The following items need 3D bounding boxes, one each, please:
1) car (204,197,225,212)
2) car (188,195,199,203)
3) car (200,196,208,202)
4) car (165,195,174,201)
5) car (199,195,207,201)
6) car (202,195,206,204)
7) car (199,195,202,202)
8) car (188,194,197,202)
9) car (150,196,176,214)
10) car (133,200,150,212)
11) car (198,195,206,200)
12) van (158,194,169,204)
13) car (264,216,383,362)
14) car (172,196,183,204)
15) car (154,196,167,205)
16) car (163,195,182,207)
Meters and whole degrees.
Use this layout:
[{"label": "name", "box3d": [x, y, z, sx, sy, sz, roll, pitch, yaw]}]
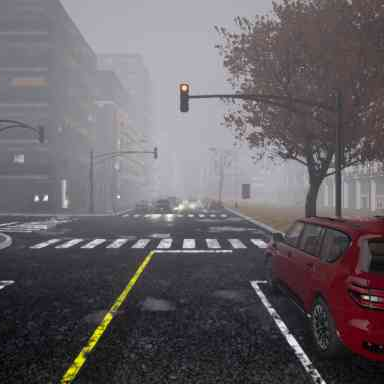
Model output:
[{"label": "car", "box3d": [2.744, 1.557, 38.269, 1.887, 1.381, 4.507, 0, 0, 0]}, {"label": "car", "box3d": [0.194, 1.648, 69.299, 1.895, 1.301, 4.718, 0, 0, 0]}, {"label": "car", "box3d": [2.797, 1.583, 77.168, 1.752, 1.417, 4.829, 0, 0, 0]}, {"label": "car", "box3d": [-5.576, 1.506, 82.542, 1.967, 1.590, 4.097, 0, 0, 0]}, {"label": "car", "box3d": [2.813, 1.620, 88.063, 1.887, 1.381, 4.507, 0, 0, 0]}, {"label": "car", "box3d": [2.759, 1.548, 49.504, 1.752, 1.417, 4.829, 0, 0, 0]}, {"label": "car", "box3d": [2.782, 1.625, 65.932, 1.802, 1.307, 4.206, 0, 0, 0]}, {"label": "car", "box3d": [0.111, 1.416, 79.366, 2.097, 1.767, 4.553, 0, 0, 0]}, {"label": "car", "box3d": [-3.049, 1.515, 35.698, 1.837, 1.490, 4.892, 0, 0, 0]}, {"label": "car", "box3d": [-5.636, 1.563, 38.280, 2.008, 1.369, 4.403, 0, 0, 0]}, {"label": "car", "box3d": [2.820, 1.637, 93.596, 2.008, 1.369, 4.403, 0, 0, 0]}, {"label": "van", "box3d": [-5.598, 1.384, 65.945, 1.690, 1.788, 3.998, 0, 0, 0]}, {"label": "car", "box3d": [2.700, 1.315, 5.881, 2.192, 1.841, 5.009, 0, 0, 0]}, {"label": "car", "box3d": [-2.923, 1.592, 67.477, 2.033, 1.411, 5.357, 0, 0, 0]}, {"label": "car", "box3d": [-5.606, 1.476, 60.412, 1.967, 1.590, 4.097, 0, 0, 0]}, {"label": "car", "box3d": [-3.024, 1.375, 50.384, 2.097, 1.767, 4.553, 0, 0, 0]}]
